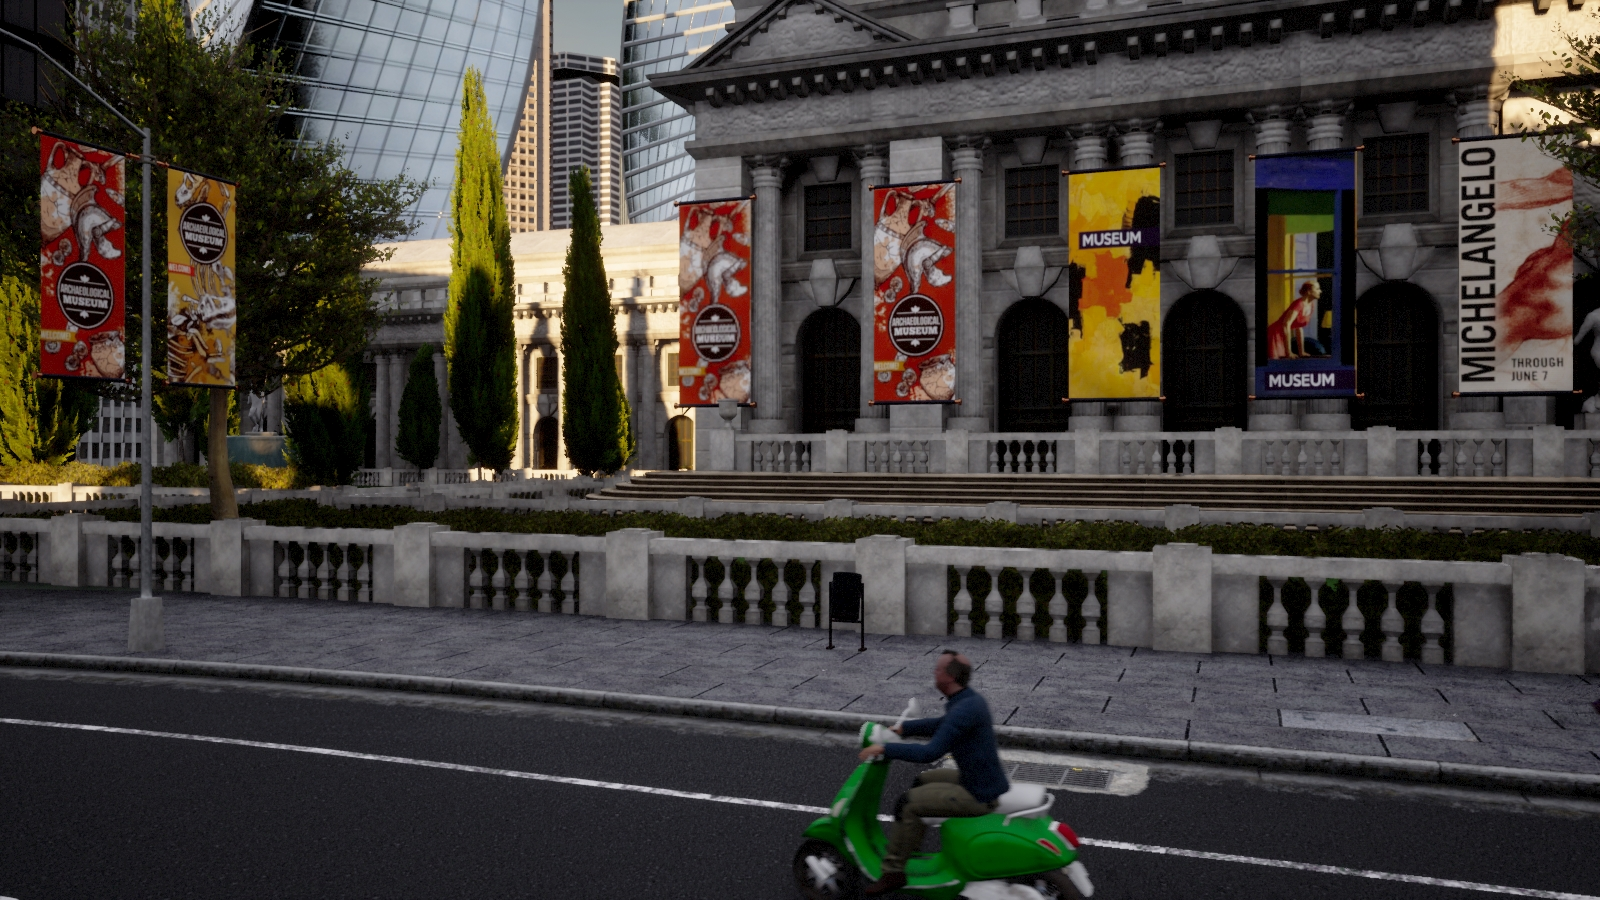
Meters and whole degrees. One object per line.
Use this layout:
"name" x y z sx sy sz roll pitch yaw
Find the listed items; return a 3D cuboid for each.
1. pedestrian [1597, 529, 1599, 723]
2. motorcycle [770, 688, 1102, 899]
"pedestrian" 7.846 1.696 10.825 0.375 1.860 0.375 0 0 14
"motorcycle" 0.821 2.182 6.792 1.805 1.236 0.856 0 0 21
